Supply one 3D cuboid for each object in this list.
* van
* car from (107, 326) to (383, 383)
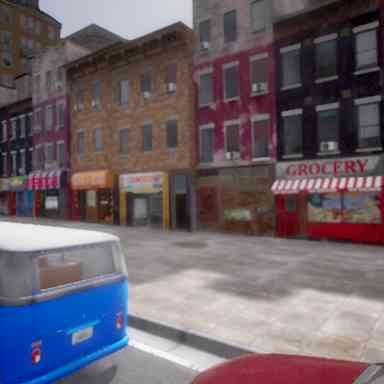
[{"bbox_3d":[-2.719,1.358,4.772,3.998,1.788,1.690,0,-1,36],"label":"van"},{"bbox_3d":[1.707,1.580,1.611,4.206,1.307,1.802,0,-1,36],"label":"car"}]
